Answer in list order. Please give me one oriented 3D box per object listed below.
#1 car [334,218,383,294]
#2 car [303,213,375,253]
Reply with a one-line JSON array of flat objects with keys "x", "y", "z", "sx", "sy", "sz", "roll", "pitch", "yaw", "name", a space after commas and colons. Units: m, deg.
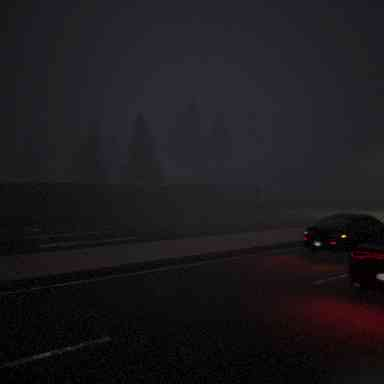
[{"x": 5.676, "y": 1.477, "z": 7.796, "sx": 5.008, "sy": 1.535, "sz": 1.882, "roll": 0, "pitch": 0, "yaw": -35, "name": "car"}, {"x": 6.033, "y": 1.525, "z": 12.350, "sx": 4.674, "sy": 1.442, "sz": 1.812, "roll": 0, "pitch": 0, "yaw": -35, "name": "car"}]
